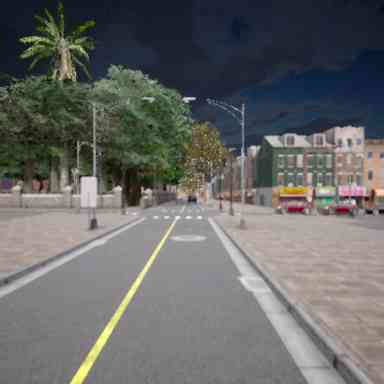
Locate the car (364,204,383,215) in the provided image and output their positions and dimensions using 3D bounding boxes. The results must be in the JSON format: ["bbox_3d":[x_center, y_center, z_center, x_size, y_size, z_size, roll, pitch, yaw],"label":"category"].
[{"bbox_3d":[22.714,2.036,39.291,4.313,1.339,1.947,1,0,0],"label":"car"}]

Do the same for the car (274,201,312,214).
[{"bbox_3d":[11.847,1.787,39.296,4.097,1.590,1.967,1,0,0],"label":"car"}]

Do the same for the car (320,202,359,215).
[{"bbox_3d":[17.281,1.848,39.294,4.097,1.590,1.967,1,0,0],"label":"car"}]

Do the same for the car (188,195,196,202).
[{"bbox_3d":[0.030,1.747,90.782,2.150,2.045,5.566,0,-1,0],"label":"car"}]

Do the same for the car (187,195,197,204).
[{"bbox_3d":[0.027,1.774,80.361,2.150,2.045,5.566,0,-1,0],"label":"car"}]

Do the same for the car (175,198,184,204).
[{"bbox_3d":[-2.725,2.025,74.952,2.128,1.511,4.902,0,-1,0],"label":"car"}]
